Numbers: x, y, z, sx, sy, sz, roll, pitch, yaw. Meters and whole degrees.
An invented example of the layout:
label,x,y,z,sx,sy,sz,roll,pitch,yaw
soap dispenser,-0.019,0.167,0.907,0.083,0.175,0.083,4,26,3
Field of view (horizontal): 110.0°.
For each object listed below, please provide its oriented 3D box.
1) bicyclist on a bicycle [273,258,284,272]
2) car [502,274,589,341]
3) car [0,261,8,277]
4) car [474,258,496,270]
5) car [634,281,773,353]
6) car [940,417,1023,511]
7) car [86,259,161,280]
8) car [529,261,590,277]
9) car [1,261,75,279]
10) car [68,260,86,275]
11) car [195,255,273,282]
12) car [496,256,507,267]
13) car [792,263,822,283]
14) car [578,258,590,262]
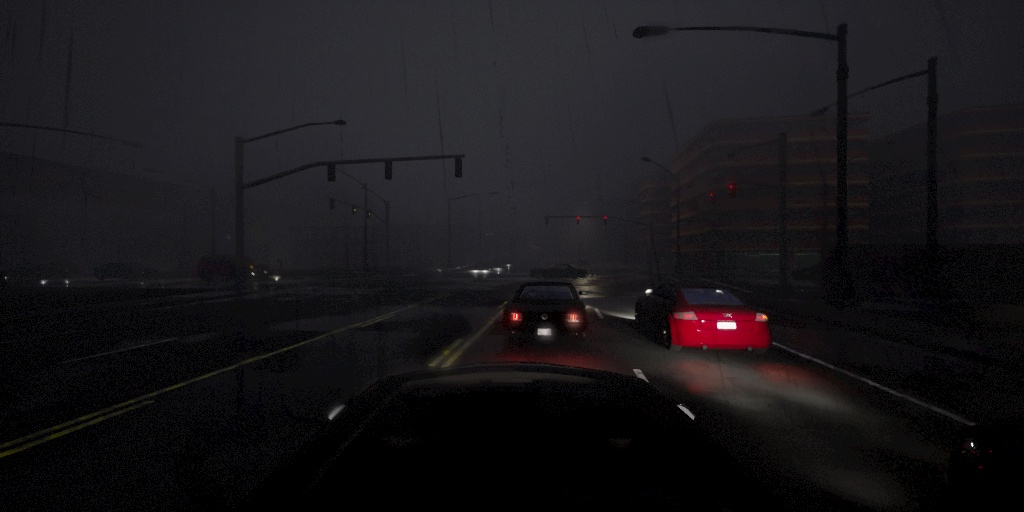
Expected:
label,x,y,z,sx,sy,sz,roll,pitch,yaw
bicyclist on a bicycle,-26.397,1.053,40.606,0.582,1.620,1.656,0,0,7
car,1.002,1.351,9.923,1.895,1.301,4.718,0,0,8
car,-51.148,1.276,35.282,4.674,1.442,1.812,0,0,35
car,-3.851,1.176,48.715,1.994,1.385,4.181,0,1,8
car,4.405,1.314,8.921,1.994,1.385,4.181,0,0,7
car,3.640,1.242,0.209,2.128,1.511,4.902,0,0,1
car,-32.430,1.228,30.270,5.008,1.535,1.882,0,0,7
car,3.777,1.319,29.782,4.718,1.301,1.895,0,0,7
car,-41.836,1.351,31.600,4.718,1.301,1.895,0,0,12
car,-46.166,1.275,36.613,4.674,1.442,1.812,0,0,21
car,-22.499,0.971,29.093,5.566,2.045,2.150,0,0,7
car,-2.499,1.064,58.569,1.895,1.301,4.718,0,1,8
car,24.342,1.228,27.409,5.008,1.535,1.882,0,0,7
car,11.942,0.960,59.525,2.033,1.411,5.357,0,1,8
